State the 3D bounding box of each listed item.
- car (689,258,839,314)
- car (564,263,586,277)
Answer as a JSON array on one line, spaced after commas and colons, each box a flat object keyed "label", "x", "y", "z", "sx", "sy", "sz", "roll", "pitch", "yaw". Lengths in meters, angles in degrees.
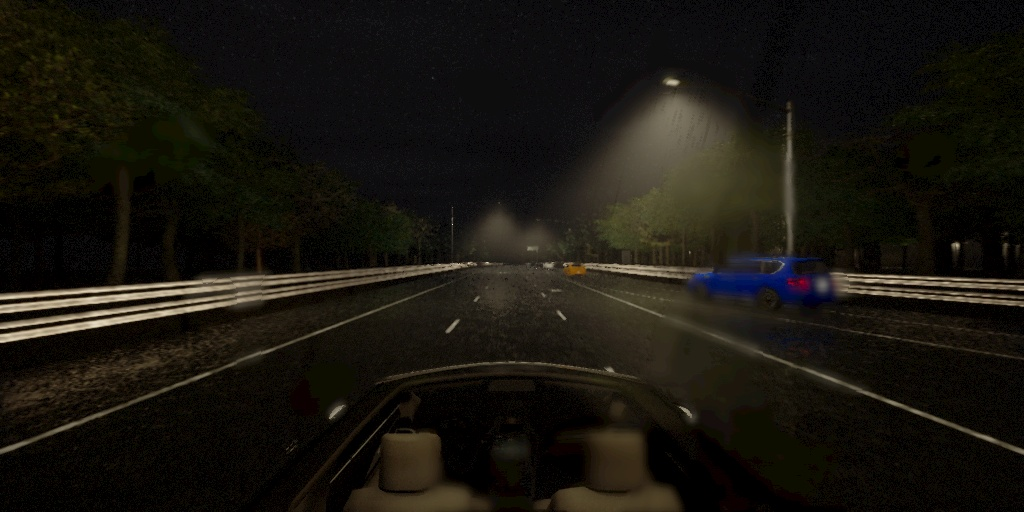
[{"label": "car", "x": 10.018, "y": 1.106, "z": 14.882, "sx": 2.150, "sy": 2.045, "sz": 5.566, "roll": 0, "pitch": 0, "yaw": -14}, {"label": "car", "x": 7.039, "y": 1.582, "z": 40.469, "sx": 1.882, "sy": 1.535, "sz": 5.008, "roll": 0, "pitch": -1, "yaw": -1}]
